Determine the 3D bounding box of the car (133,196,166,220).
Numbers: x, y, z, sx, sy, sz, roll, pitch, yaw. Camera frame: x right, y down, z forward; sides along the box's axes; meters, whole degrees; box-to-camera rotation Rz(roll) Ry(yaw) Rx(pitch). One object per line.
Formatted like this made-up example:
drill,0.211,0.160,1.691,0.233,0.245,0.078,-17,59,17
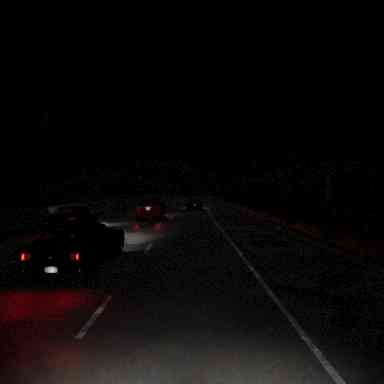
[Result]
car,-3.380,1.338,27.991,2.097,1.767,4.553,0,0,0

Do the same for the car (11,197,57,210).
car,-14.059,1.490,29.288,1.837,1.490,4.892,0,0,0

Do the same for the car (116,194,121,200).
car,-16.144,1.500,80.841,2.033,1.411,5.357,0,0,2

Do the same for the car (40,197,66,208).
car,-20.610,1.500,49.623,1.812,1.442,4.674,0,0,2

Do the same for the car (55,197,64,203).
car,-17.382,1.484,40.388,1.837,1.490,4.892,0,0,2

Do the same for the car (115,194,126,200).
car,-19.370,1.332,90.368,1.812,1.442,4.674,0,0,2

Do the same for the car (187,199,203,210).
car,0.385,1.543,42.836,1.994,1.385,4.181,0,0,1

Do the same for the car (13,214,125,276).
car,-3.400,1.596,10.276,1.895,1.301,4.718,0,0,0

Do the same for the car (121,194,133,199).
car,-12.958,1.561,69.881,1.895,1.301,4.718,0,0,2

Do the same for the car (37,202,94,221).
car,-6.900,1.516,19.342,1.812,1.442,4.674,0,0,0
